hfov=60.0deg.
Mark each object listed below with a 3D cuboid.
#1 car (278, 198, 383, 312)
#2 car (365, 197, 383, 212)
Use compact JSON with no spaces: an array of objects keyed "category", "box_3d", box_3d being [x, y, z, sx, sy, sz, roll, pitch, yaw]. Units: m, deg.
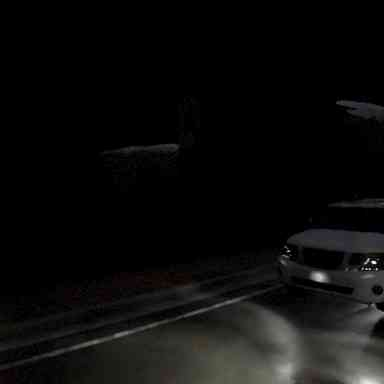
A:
[{"category":"car","box_3d":[4.289,1.207,8.048,5.566,2.045,2.150,0,0,-45]},{"category":"car","box_3d":[22.280,1.414,38.028,2.128,1.511,4.902,0,0,-4]}]
